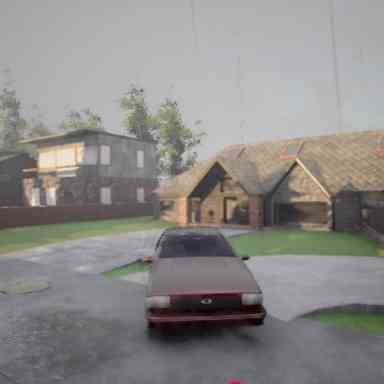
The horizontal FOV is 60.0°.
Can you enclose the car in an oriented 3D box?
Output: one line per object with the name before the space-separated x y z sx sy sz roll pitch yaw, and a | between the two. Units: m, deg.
car | 0.007 1.491 7.323 2.033 1.415 5.357 0 0 -4
